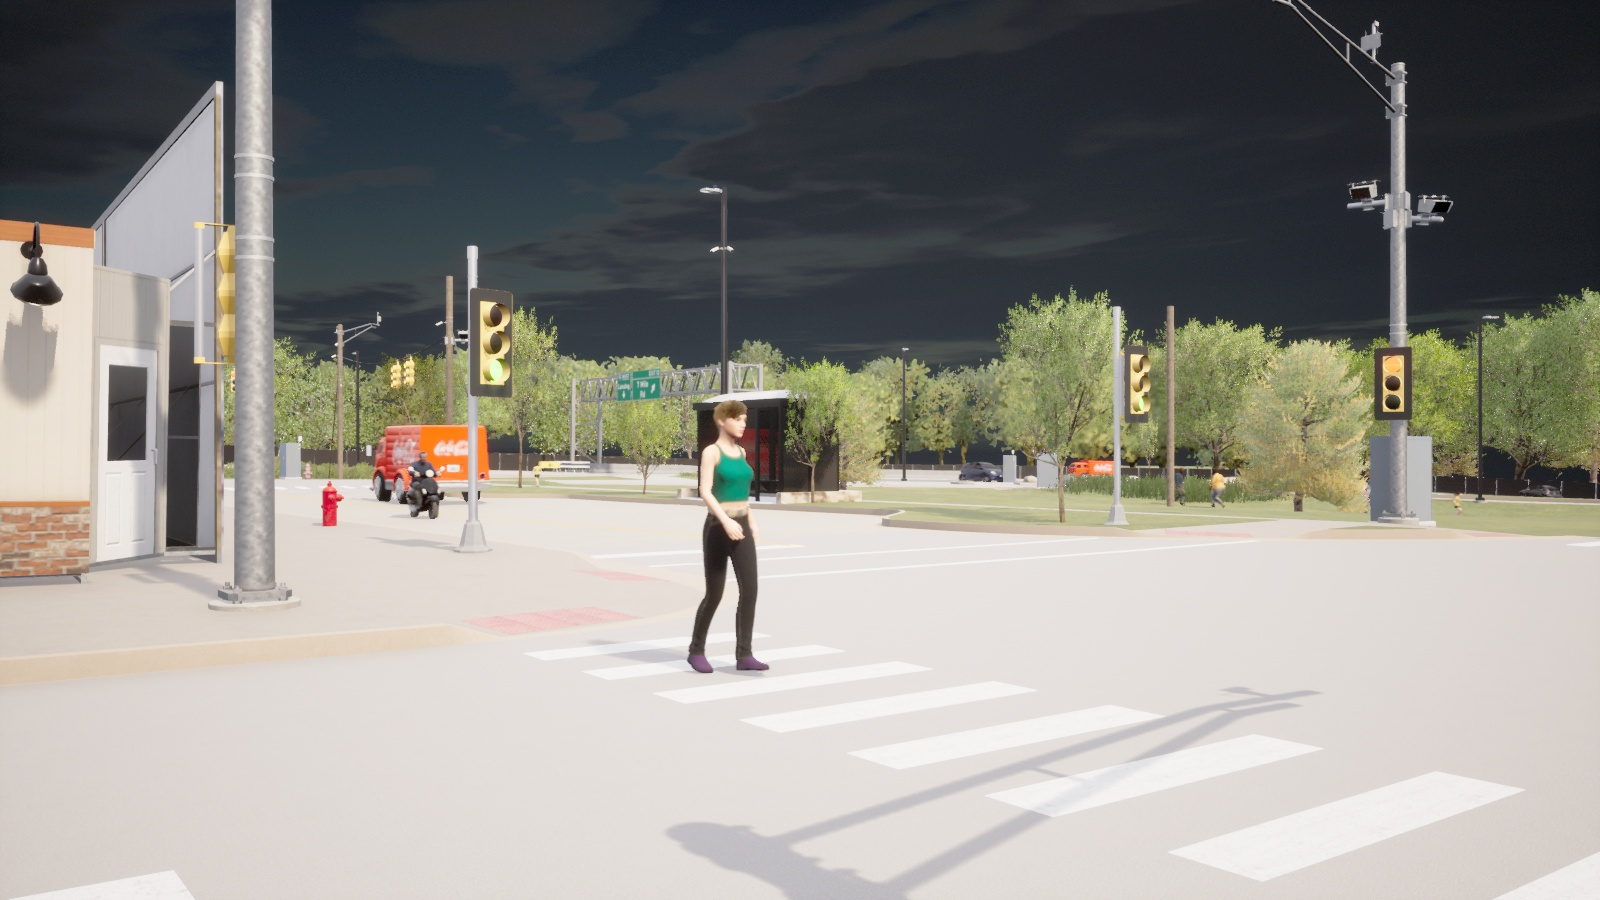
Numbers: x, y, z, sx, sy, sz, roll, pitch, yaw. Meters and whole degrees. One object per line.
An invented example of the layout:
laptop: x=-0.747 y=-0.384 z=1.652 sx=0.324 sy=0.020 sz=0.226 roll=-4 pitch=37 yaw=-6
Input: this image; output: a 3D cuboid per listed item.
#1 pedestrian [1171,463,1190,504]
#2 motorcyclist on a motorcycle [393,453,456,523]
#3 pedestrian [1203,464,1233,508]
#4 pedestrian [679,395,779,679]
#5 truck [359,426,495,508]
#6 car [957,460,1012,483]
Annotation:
pedestrian: x=17.407 y=1.534 z=57.402 sx=0.370 sy=1.835 sz=0.726 roll=0 pitch=0 yaw=-42
motorcyclist on a motorcycle: x=-8.851 y=0.869 z=29.577 sx=0.866 sy=1.590 sz=1.817 roll=0 pitch=0 yaw=-36
pedestrian: x=18.342 y=1.570 z=55.090 sx=0.874 sy=1.855 sz=0.900 roll=0 pitch=0 yaw=-39
pedestrian: x=-0.479 y=0.561 z=8.428 sx=0.594 sy=1.836 sz=0.345 roll=0 pitch=0 yaw=43
truck: x=-12.096 y=0.506 z=40.502 sx=2.627 sy=2.467 sz=5.204 roll=0 pitch=0 yaw=-36
car: x=13.816 y=1.602 z=94.176 sx=1.851 sy=1.617 sz=3.988 roll=2 pitch=-2 yaw=-34
